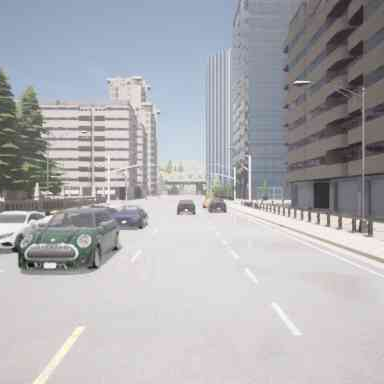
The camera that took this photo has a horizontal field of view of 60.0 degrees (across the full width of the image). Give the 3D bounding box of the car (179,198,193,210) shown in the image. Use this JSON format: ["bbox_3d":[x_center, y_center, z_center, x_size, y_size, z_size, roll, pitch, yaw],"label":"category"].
[{"bbox_3d":[-0.804,1.526,43.612,1.812,1.442,4.674,0,0,-1],"label":"car"}]

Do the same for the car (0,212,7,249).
[{"bbox_3d":[-7.350,1.526,13.966,1.812,1.442,4.674,0,0,-1],"label":"car"}]

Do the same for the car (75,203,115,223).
[{"bbox_3d":[-7.613,1.601,26.589,1.895,1.301,4.718,0,0,-1],"label":"car"}]

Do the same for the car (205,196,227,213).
[{"bbox_3d":[2.809,1.505,37.643,1.837,1.490,4.892,0,0,-1],"label":"car"}]

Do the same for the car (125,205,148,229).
[{"bbox_3d":[-3.967,1.564,21.301,1.994,1.385,4.181,0,0,-1],"label":"car"}]

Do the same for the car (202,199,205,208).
[{"bbox_3d":[2.591,1.352,46.777,2.097,1.767,4.553,0,0,-1],"label":"car"}]

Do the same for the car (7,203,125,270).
[{"bbox_3d":[-3.803,1.351,11.043,2.097,1.767,4.553,0,0,-1],"label":"car"}]

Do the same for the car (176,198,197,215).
[{"bbox_3d":[-0.601,1.505,34.364,1.837,1.490,4.892,0,0,-1],"label":"car"}]
